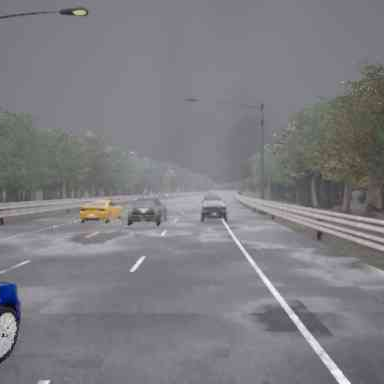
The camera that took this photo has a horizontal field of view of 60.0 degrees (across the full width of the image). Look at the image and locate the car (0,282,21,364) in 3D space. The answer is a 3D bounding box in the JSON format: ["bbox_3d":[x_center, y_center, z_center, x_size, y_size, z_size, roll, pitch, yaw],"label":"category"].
[{"bbox_3d":[-3.364,1.455,2.715,1.882,1.535,5.008,0,0,0],"label":"car"}]

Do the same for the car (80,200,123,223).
[{"bbox_3d":[-6.359,1.321,23.809,1.882,1.535,5.008,0,0,2],"label":"car"}]

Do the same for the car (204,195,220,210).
[{"bbox_3d":[2.508,1.207,40.926,1.801,1.575,5.366,0,0,4],"label":"car"}]

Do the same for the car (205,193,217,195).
[{"bbox_3d":[2.119,1.137,34.811,2.097,1.767,4.553,0,0,3],"label":"car"}]

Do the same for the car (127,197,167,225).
[{"bbox_3d":[-2.902,1.205,22.559,2.097,1.767,4.553,0,0,2],"label":"car"}]

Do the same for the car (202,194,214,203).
[{"bbox_3d":[2.902,1.155,59.174,1.837,1.490,4.892,0,0,6],"label":"car"}]

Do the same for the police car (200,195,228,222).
[{"bbox_3d":[1.626,1.266,25.116,1.930,1.638,5.238,0,0,2],"label":"police car"}]

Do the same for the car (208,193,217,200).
[{"bbox_3d":[4.621,0.940,74.905,1.812,1.442,4.674,0,0,7],"label":"car"}]
